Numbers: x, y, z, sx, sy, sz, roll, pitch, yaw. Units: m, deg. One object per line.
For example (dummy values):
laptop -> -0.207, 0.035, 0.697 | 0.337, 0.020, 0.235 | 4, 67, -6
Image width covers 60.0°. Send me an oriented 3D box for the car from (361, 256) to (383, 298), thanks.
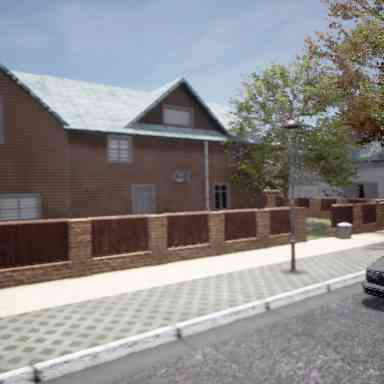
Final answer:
car -> 5.927, 1.490, 7.334 | 5.357, 1.411, 2.033 | -1, 0, -36
